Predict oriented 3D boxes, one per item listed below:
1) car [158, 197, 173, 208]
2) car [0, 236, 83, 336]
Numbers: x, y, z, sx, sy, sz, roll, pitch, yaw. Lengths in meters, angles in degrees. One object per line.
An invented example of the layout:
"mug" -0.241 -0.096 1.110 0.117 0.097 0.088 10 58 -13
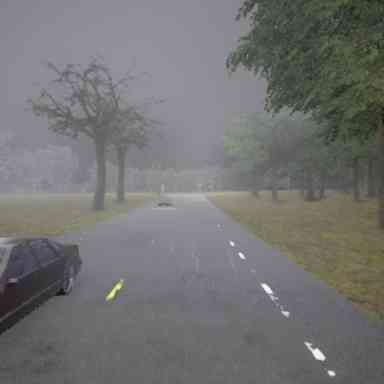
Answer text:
"car" -3.594 1.332 45.698 2.033 1.411 5.357 0 1 0
"car" -3.601 1.557 5.970 2.033 1.411 5.357 0 0 0
